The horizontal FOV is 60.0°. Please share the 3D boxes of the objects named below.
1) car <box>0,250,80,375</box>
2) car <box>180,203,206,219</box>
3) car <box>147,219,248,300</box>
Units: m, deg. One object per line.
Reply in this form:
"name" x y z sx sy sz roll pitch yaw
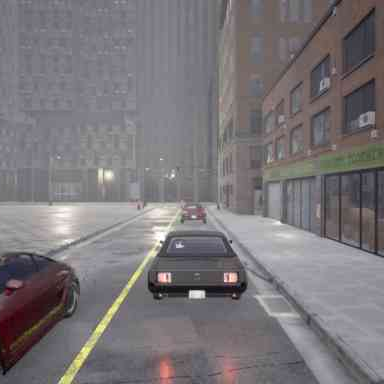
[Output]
"car" -3.101 1.564 4.616 1.994 1.385 4.181 0 0 0
"car" 0.098 1.525 24.992 1.812 1.442 4.674 0 0 0
"car" 0.098 1.601 8.350 1.895 1.301 4.718 0 0 0
